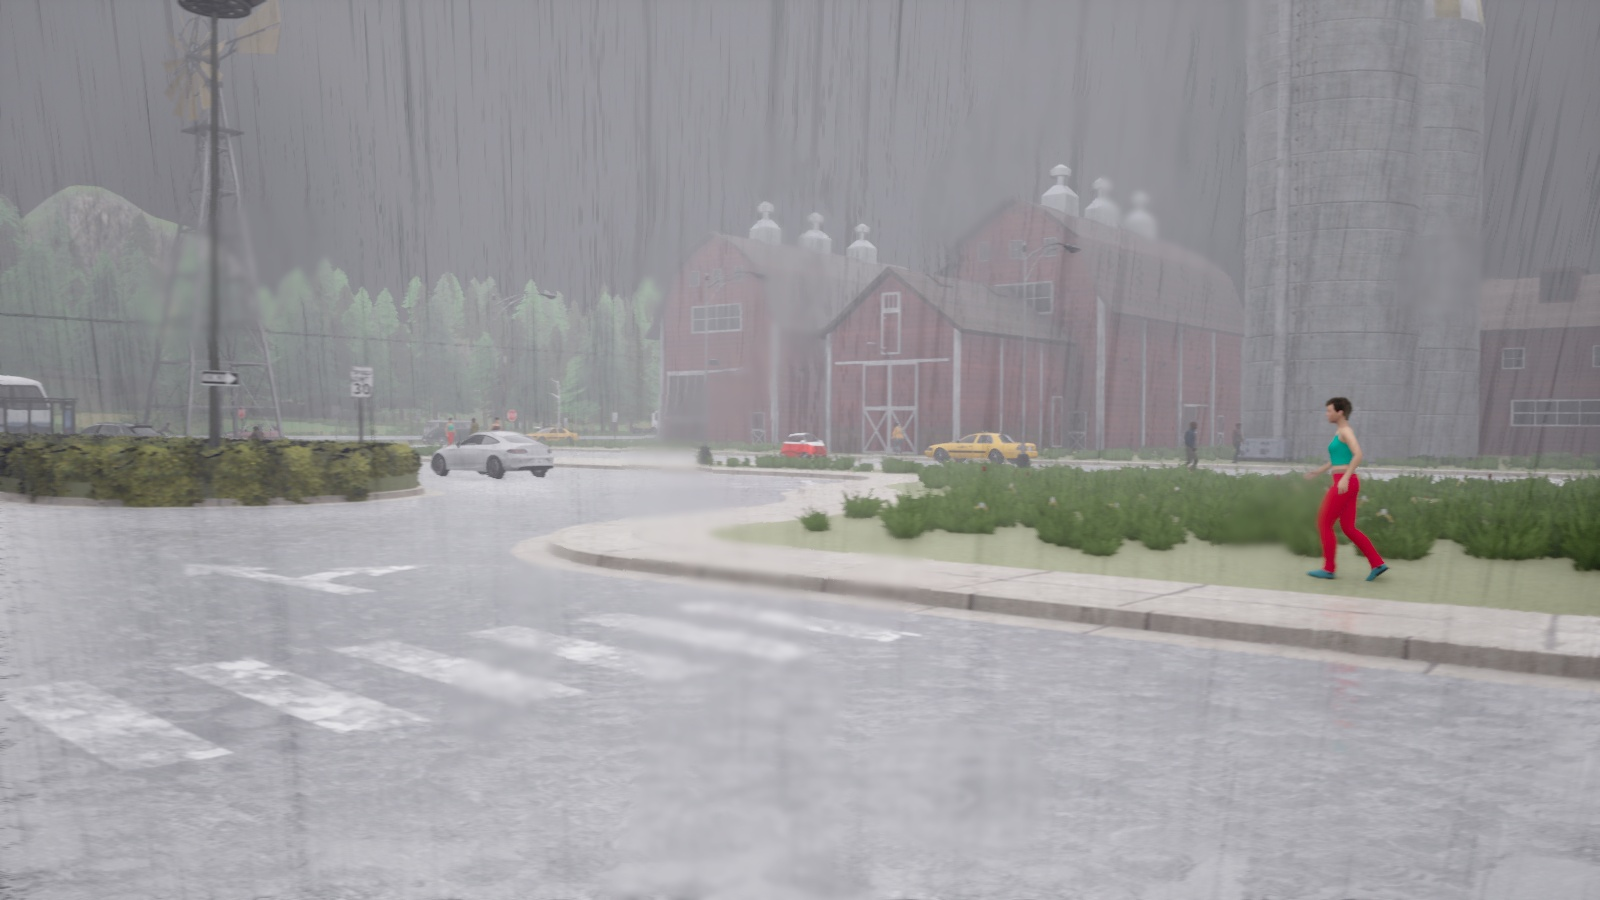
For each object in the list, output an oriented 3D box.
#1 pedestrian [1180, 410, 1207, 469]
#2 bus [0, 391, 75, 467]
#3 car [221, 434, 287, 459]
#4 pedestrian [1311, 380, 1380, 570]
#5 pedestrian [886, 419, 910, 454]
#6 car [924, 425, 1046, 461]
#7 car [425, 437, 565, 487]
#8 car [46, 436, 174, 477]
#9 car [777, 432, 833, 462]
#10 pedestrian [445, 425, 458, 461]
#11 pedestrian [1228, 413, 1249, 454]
[{"bbox_3d":[12.485,-0.339,39.807,0.726,1.835,0.370,0,1,38],"label":"pedestrian"},{"bbox_3d":[-47.102,-1.124,70.461,3.944,4.253,10.273,0,1,39],"label":"bus"},{"bbox_3d":[-37.719,-0.268,86.729,3.988,1.617,1.851,-1,1,-30],"label":"car"},{"bbox_3d":[5.402,0.239,12.437,0.594,1.836,0.345,0,1,28],"label":"pedestrian"},{"bbox_3d":[5.146,-0.712,65.937,0.874,1.855,0.900,-2,1,-40],"label":"pedestrian"},{"bbox_3d":[8.506,-0.332,58.095,5.366,1.575,1.801,0,1,39],"label":"car"},{"bbox_3d":[-9.599,0.337,39.337,4.674,1.442,1.812,0,1,40],"label":"car"},{"bbox_3d":[-29.342,0.254,53.428,4.856,1.649,2.033,0,1,19],"label":"car"},{"bbox_3d":[0.235,-0.143,60.209,2.207,1.376,1.481,0,1,39],"label":"car"},{"bbox_3d":[-17.828,-0.372,64.239,0.594,1.836,0.345,0,1,40],"label":"pedestrian"},{"bbox_3d":[19.641,-0.737,56.269,0.328,1.805,0.869,-2,1,-36],"label":"pedestrian"}]
